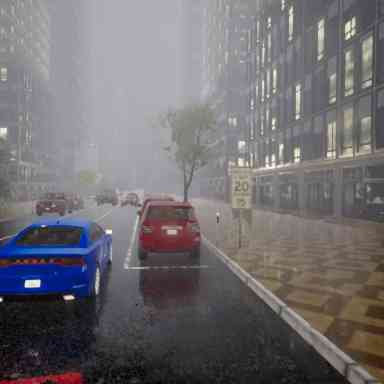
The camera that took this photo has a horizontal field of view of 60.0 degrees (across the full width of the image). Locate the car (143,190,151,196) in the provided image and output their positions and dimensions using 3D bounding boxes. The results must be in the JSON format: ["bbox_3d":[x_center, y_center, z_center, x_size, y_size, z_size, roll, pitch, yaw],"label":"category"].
[{"bbox_3d":[-12.746,0.277,94.549,2.192,1.841,5.009,1,1,-8],"label":"car"}]

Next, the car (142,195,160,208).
[{"bbox_3d":[-4.936,1.134,39.520,2.008,1.369,4.403,1,1,-8],"label":"car"}]

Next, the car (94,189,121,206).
[{"bbox_3d":[-10.731,0.689,42.564,2.150,2.045,5.566,1,1,-8],"label":"car"}]

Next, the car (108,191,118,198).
[{"bbox_3d":[-18.204,0.478,76.932,1.967,1.590,4.097,1,1,-8],"label":"car"}]

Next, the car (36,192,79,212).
[{"bbox_3d":[-11.172,0.918,27.402,2.192,1.841,5.009,1,1,-8],"label":"car"}]

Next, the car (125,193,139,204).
[{"bbox_3d":[-9.108,0.893,50.801,1.882,1.535,5.008,1,1,-8],"label":"car"}]

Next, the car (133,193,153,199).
[{"bbox_3d":[-1.794,1.155,17.510,2.192,1.841,5.009,1,1,-8],"label":"car"}]

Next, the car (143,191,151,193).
[{"bbox_3d":[-7.280,0.940,56.030,1.887,1.381,4.507,1,1,-8],"label":"car"}]

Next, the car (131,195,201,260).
[{"bbox_3d":[-0.917,1.220,12.022,2.192,1.841,5.009,1,1,-8],"label":"car"}]

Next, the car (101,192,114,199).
[{"bbox_3d":[-16.644,0.713,65.927,2.008,1.369,4.403,1,1,-8],"label":"car"}]

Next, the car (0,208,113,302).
[{"bbox_3d":[-3.070,1.388,8.135,1.882,1.535,5.008,1,1,-8],"label":"car"}]

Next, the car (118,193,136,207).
[{"bbox_3d":[-7.662,1.130,40.950,1.895,1.301,4.718,1,1,-8],"label":"car"}]

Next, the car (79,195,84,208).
[{"bbox_3d":[-11.955,0.979,32.907,1.967,1.590,4.097,1,1,-8],"label":"car"}]
